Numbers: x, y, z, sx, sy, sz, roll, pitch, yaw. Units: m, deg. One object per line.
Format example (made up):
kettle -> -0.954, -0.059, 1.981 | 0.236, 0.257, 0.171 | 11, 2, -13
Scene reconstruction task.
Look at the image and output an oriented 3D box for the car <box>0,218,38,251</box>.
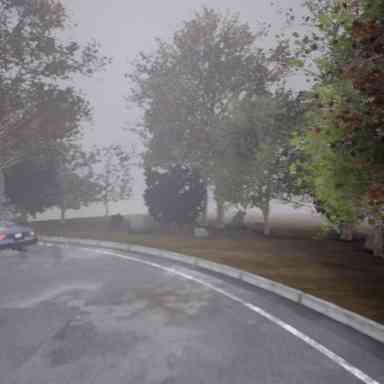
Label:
car -> -8.744, 1.730, 13.568 | 5.357, 1.411, 2.033 | -1, 0, 26
